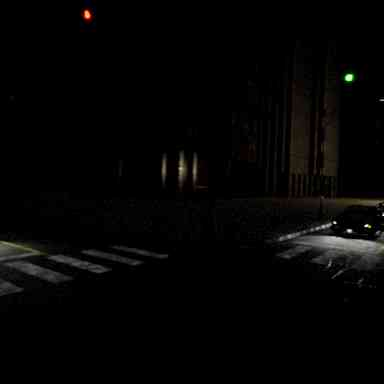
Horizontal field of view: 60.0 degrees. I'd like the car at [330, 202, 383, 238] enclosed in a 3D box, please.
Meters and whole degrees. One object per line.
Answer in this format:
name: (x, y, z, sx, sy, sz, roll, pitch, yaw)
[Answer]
car: (8.861, 1.403, 17.396, 2.033, 1.411, 5.357, 3, 2, 37)
